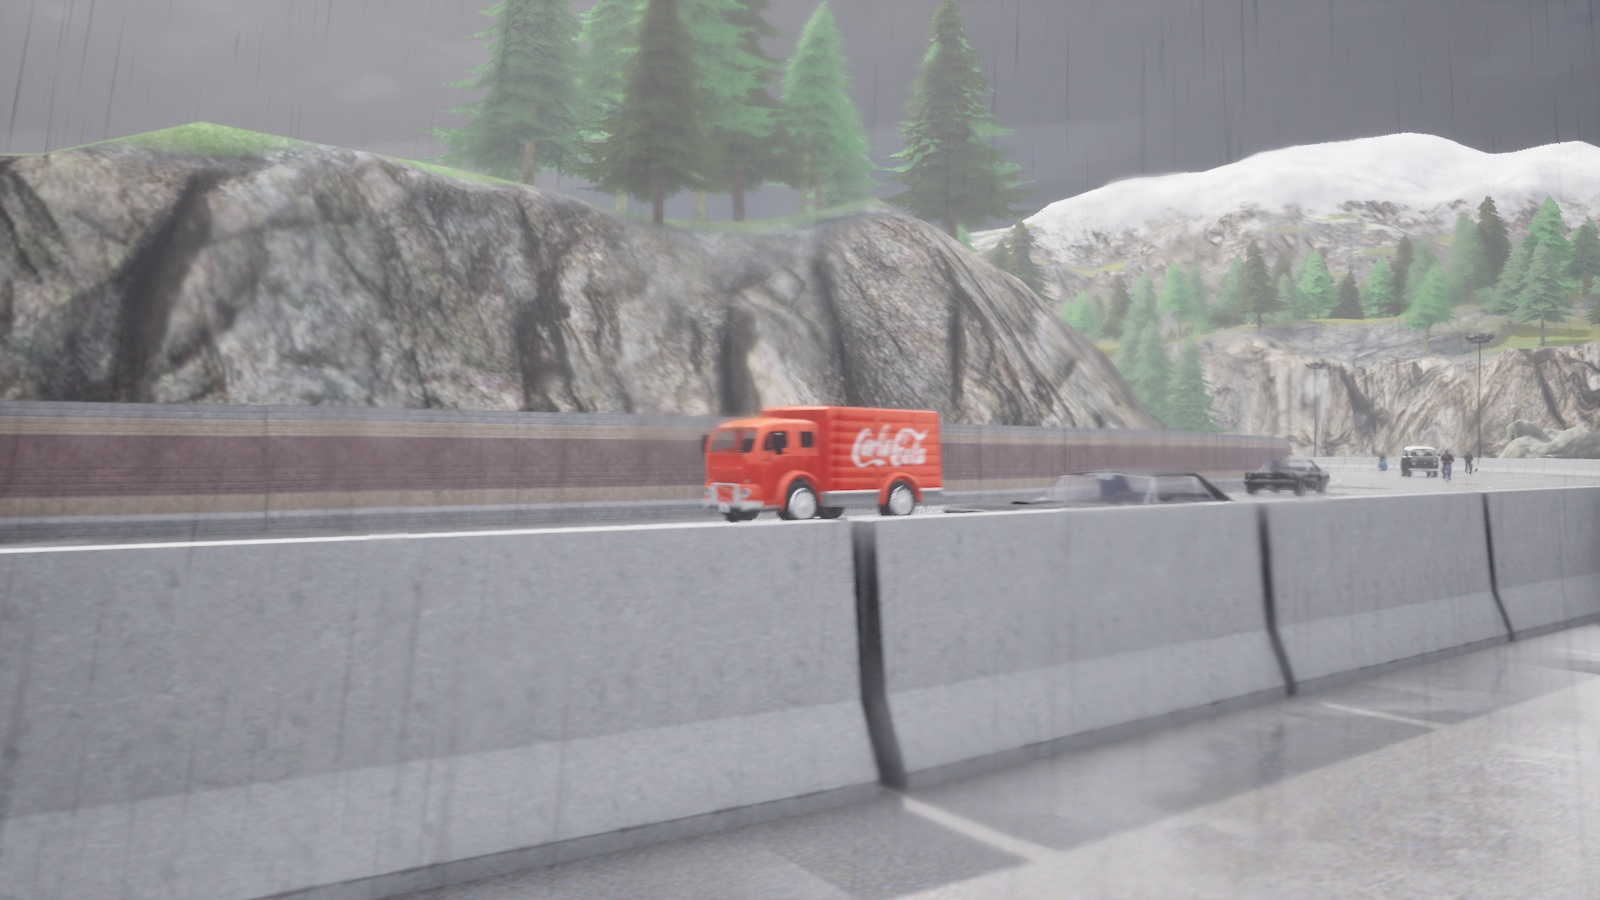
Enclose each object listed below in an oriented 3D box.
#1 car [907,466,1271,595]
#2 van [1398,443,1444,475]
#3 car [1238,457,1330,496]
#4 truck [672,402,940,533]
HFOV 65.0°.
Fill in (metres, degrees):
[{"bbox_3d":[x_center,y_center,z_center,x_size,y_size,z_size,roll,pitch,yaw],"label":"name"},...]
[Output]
[{"bbox_3d":[3.660,0.876,15.421,4.718,1.301,1.895,0,0,-40],"label":"car"},{"bbox_3d":[40.024,0.587,81.046,2.069,2.038,4.480,0,0,18],"label":"van"},{"bbox_3d":[17.569,0.921,45.455,1.895,1.301,4.718,0,0,37],"label":"car"},{"bbox_3d":[0.198,0.323,26.356,5.204,2.467,2.627,0,0,-42],"label":"truck"}]
